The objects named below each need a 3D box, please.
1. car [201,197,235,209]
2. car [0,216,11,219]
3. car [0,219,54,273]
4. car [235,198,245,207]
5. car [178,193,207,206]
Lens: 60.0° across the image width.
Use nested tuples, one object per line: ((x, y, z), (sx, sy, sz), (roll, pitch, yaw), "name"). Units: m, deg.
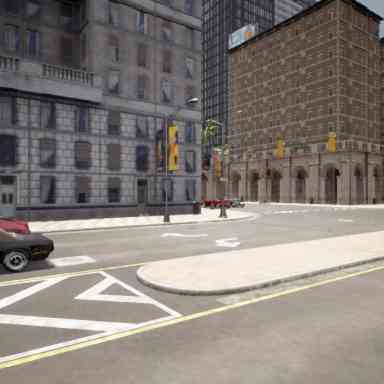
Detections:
((3.280, 1.477, 46.419), (1.882, 1.535, 5.008), (0, 0, -35), "car")
((-8.443, 1.526, 12.113), (4.674, 1.442, 1.812), (0, 0, -35), "car")
((-6.499, 1.601, 9.208), (4.718, 1.301, 1.895), (0, 0, -35), "car")
((5.710, 1.491, 49.049), (2.128, 1.511, 4.902), (0, 0, -35), "car")
((0.059, 1.221, 57.169), (2.150, 2.045, 5.566), (0, 0, -34), "car")
